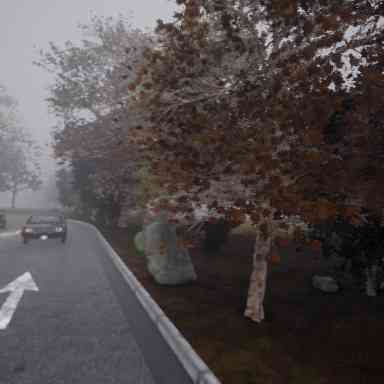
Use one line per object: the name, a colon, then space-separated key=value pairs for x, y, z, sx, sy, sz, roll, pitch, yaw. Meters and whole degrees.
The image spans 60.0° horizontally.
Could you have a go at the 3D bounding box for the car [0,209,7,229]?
car: x=-13.493 y=1.517 z=21.716 sx=1.882 sy=1.535 sz=5.008 roll=2 pitch=0 yaw=-39

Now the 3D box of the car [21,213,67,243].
car: x=-7.364 y=1.720 z=16.823 sx=1.895 sy=1.301 sz=4.718 roll=1 pitch=0 yaw=-21
